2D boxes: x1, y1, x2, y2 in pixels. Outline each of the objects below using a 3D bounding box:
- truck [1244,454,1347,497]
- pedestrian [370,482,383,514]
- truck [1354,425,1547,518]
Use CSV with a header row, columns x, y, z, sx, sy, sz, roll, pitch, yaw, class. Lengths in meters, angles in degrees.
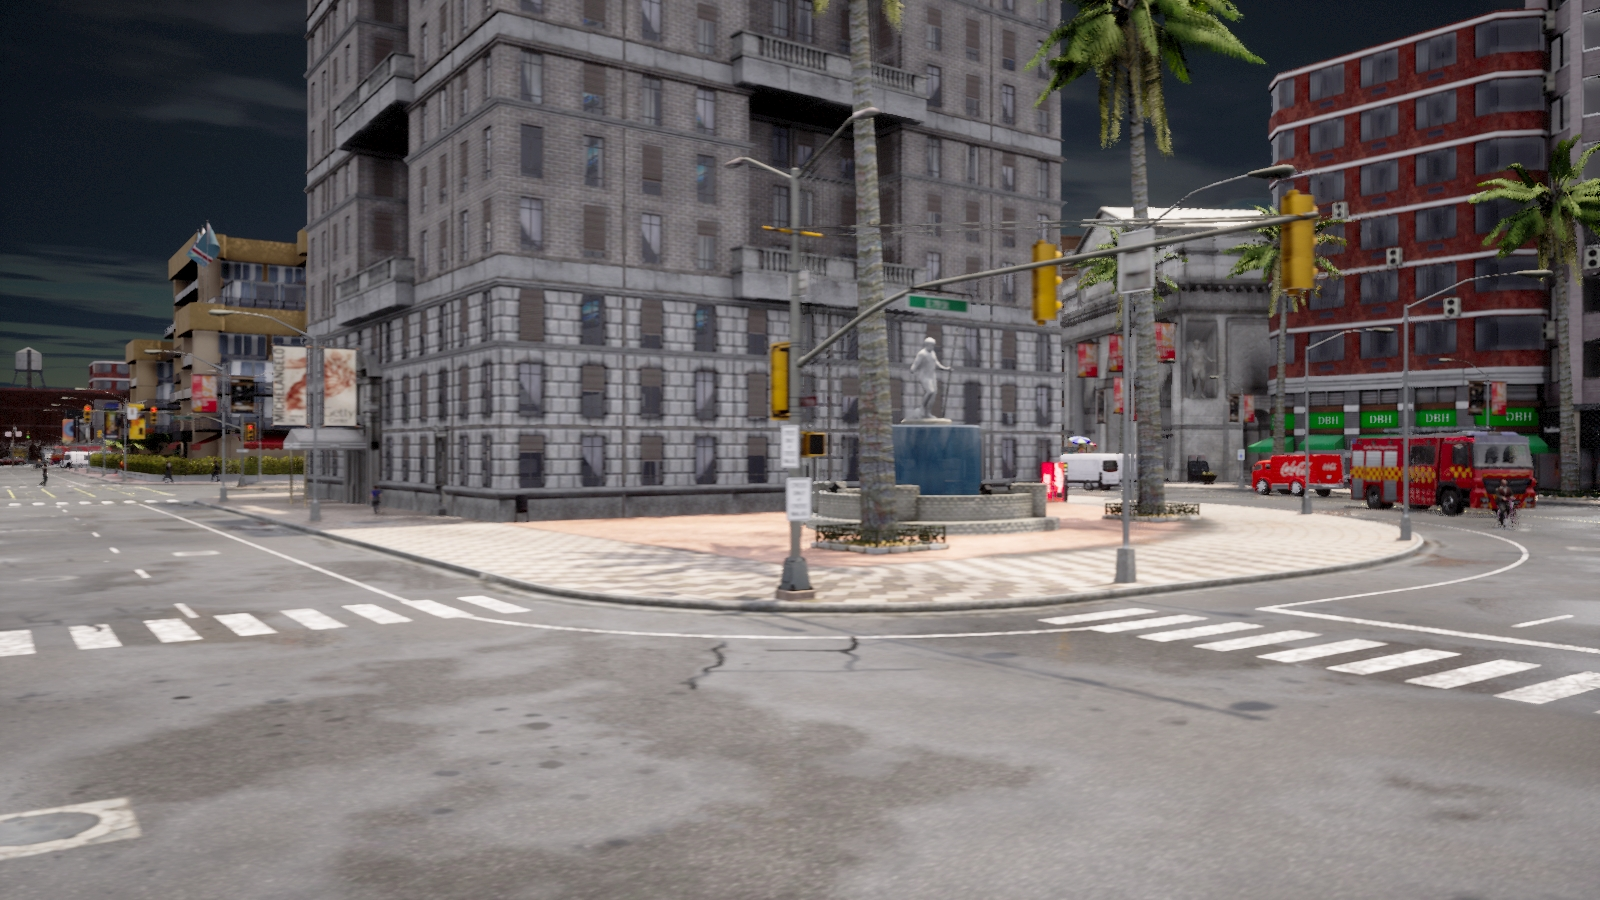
x,y,z,sx,sy,sz,roll,pitch,yaw,class
30.139,1.550,69.680,2.627,2.467,5.204,0,-1,-27,truck
-17.443,1.978,47.080,0.375,1.300,0.375,0,0,-43,pedestrian
28.795,0.892,51.173,2.891,3.827,8.468,0,0,-8,truck
